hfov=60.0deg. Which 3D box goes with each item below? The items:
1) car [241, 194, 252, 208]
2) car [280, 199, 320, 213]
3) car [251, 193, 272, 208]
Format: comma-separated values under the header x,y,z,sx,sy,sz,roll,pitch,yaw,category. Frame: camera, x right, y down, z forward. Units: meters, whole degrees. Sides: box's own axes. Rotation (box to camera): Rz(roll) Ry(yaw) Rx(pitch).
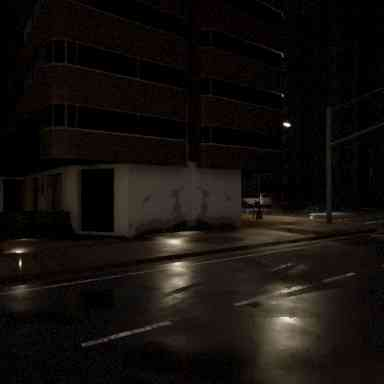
x,y,z,sx,sy,sz,roll,pitch,yaw,category
5.588,1.477,46.602,1.882,1.535,5.008,0,0,-36,car
12.115,1.526,37.590,1.812,1.442,4.674,0,0,-36,car
8.942,1.221,48.241,2.150,2.045,5.566,0,0,-36,car
